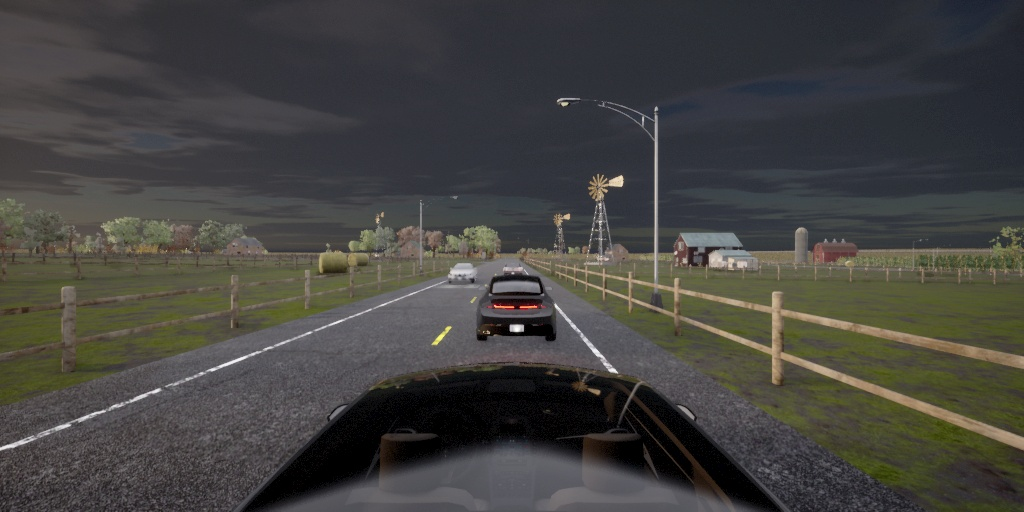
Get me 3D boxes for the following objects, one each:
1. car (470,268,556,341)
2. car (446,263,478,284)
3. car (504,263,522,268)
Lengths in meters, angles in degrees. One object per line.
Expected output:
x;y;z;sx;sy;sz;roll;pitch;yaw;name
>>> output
0.099;1.253;9.857;1.837;1.490;4.892;0;0;0;car
-3.604;1.270;27.093;1.812;1.442;4.674;0;0;0;car
0.093;1.344;36.228;1.895;1.301;4.718;0;0;0;car
